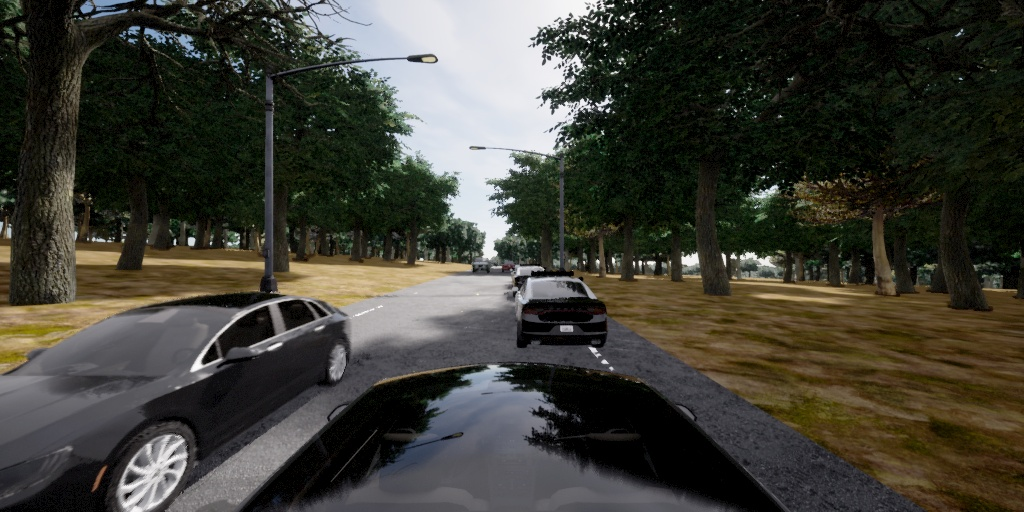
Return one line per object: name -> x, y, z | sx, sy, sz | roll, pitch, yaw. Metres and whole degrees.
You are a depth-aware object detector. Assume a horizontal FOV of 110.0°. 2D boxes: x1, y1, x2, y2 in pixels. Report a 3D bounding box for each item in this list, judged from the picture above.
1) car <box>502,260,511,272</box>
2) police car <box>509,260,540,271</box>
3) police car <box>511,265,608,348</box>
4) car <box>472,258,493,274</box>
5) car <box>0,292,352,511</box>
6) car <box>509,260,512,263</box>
car -> -0.411, 1.407, 51.681 | 2.097, 1.767, 4.553 | 0, -1, -1
police car -> 0.970, 1.221, 19.451 | 1.930, 1.638, 5.238 | -1, 0, 0
police car -> 1.035, 1.191, 9.438 | 1.930, 1.638, 5.238 | 0, 0, 0
car -> -4.008, 1.234, 47.340 | 2.150, 2.045, 5.566 | 0, 0, -1
car -> -3.606, 1.258, 4.193 | 1.837, 1.490, 4.892 | 0, 0, 0
car -> 0.910, 1.298, 25.353 | 1.882, 1.535, 5.008 | -2, 0, -1
